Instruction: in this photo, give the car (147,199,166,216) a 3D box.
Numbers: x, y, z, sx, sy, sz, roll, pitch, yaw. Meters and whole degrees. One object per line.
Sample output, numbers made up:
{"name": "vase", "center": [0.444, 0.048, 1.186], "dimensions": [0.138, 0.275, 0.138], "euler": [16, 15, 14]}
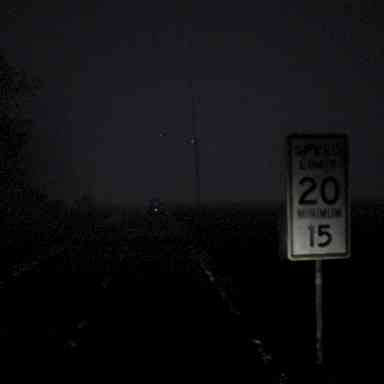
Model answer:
{"name": "car", "center": [-3.878, 1.802, 35.978], "dimensions": [1.994, 1.385, 4.181], "euler": [-1, 0, -6]}
